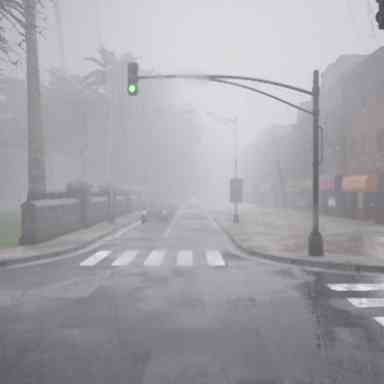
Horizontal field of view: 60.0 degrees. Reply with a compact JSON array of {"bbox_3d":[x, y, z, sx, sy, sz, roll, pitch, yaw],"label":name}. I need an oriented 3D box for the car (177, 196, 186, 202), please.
[{"bbox_3d":[-2.615,1.754,81.793,2.008,1.369,4.403,0,0,0],"label":"car"}]

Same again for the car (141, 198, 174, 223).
[{"bbox_3d":[-2.632,1.447,24.906,1.967,1.590,4.097,0,0,0],"label":"car"}]

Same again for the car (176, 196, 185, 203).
[{"bbox_3d":[-2.616,1.719,76.104,1.887,1.381,4.507,0,0,0],"label":"car"}]

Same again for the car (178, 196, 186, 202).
[{"bbox_3d":[-2.613,1.801,87.481,1.947,1.339,4.313,0,0,0],"label":"car"}]

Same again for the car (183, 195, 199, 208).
[{"bbox_3d":[0.018,1.591,49.431,1.812,1.442,4.674,0,0,0],"label":"car"}]

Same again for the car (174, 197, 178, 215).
[{"bbox_3d":[-2.629,1.456,30.594,1.967,1.590,4.097,0,0,0],"label":"car"}]

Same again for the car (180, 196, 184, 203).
[{"bbox_3d":[-2.623,1.628,53.349,2.008,1.369,4.403,0,0,0],"label":"car"}]

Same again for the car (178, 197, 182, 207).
[{"bbox_3d":[-2.627,1.623,41.972,1.802,1.307,4.206,0,0,0],"label":"car"}]
